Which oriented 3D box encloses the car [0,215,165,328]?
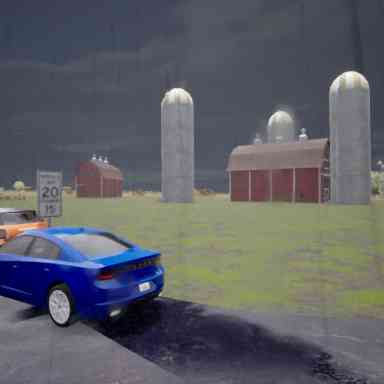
[{"bbox_3d":[-2.898,1.480,7.063,5.008,1.535,1.882,0,0,33],"label":"car"}]

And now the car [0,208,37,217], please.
[{"bbox_3d":[-7.130,1.363,12.073,4.553,1.767,2.097,0,0,33],"label":"car"}]
